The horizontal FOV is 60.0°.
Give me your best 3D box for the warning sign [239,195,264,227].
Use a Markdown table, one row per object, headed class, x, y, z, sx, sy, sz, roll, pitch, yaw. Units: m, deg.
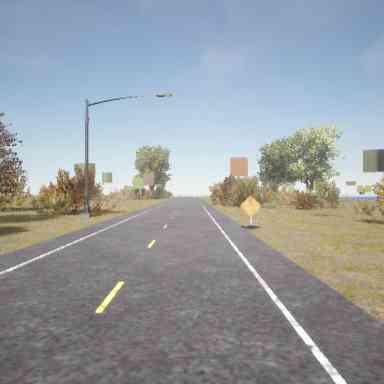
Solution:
| class | x | y | z | sx | sy | sz | roll | pitch | yaw |
| --- | --- | --- | --- | --- | --- | --- | --- | --- | --- |
| warning sign | 3.537 | 1.124 | 19.963 | 1.300 | 1.860 | 1.060 | -1 | -1 | 0 |
